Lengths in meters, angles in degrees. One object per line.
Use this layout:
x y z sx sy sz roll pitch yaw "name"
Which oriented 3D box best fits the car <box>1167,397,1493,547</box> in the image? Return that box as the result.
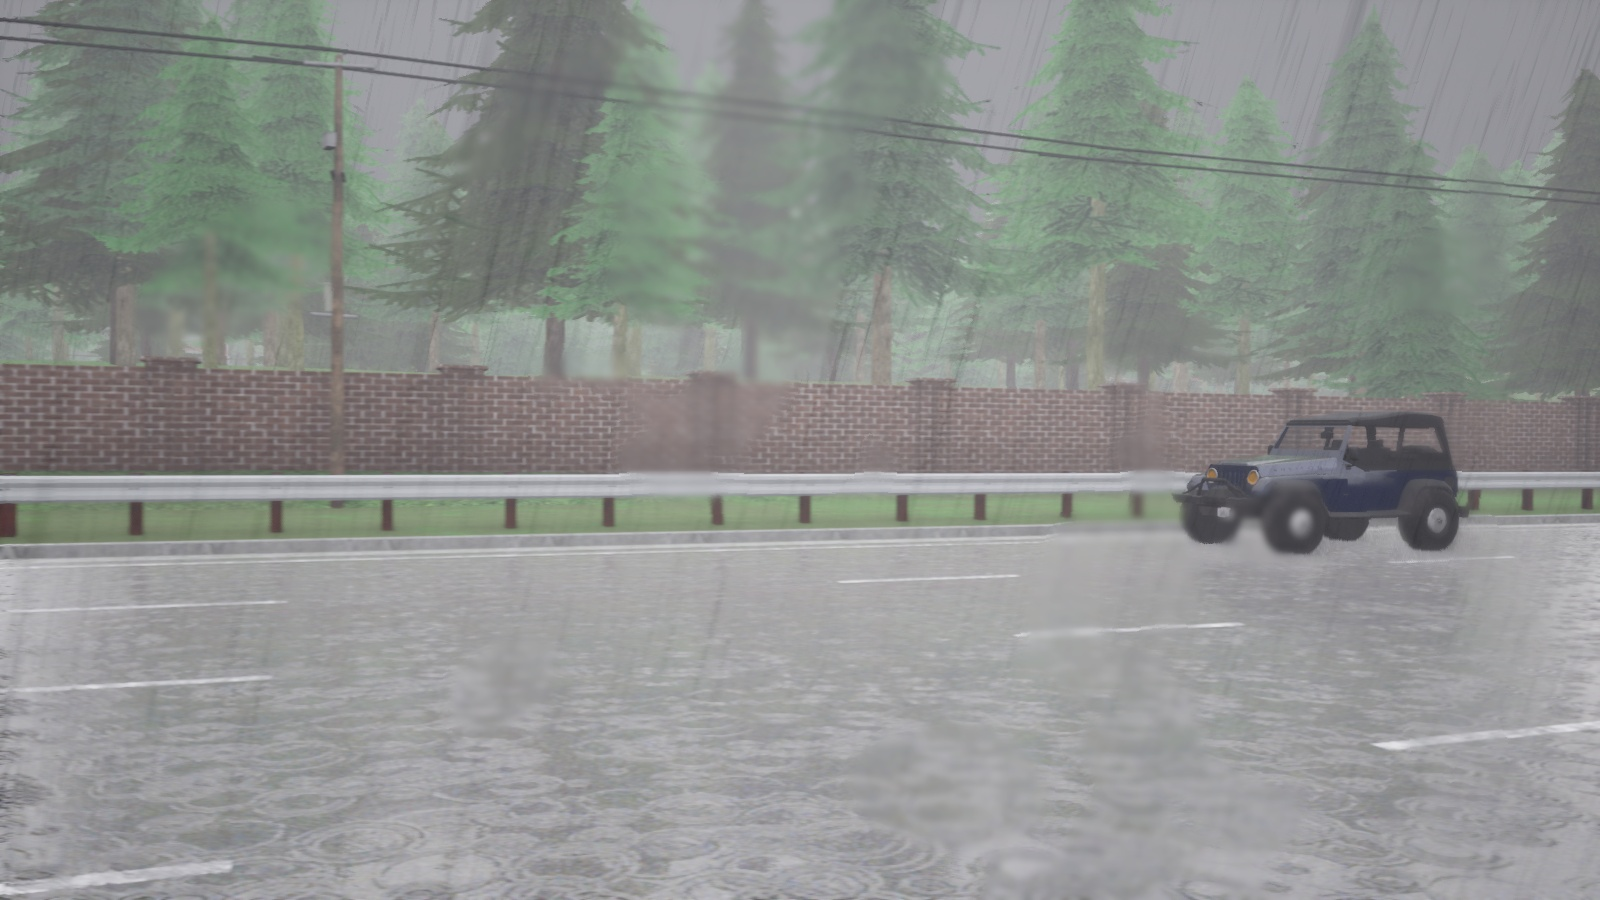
7.247 0.235 17.219 3.866 1.878 1.905 -1 1 -21 "car"
